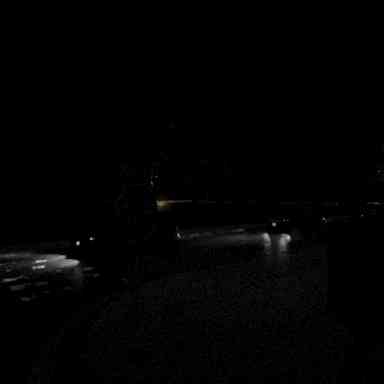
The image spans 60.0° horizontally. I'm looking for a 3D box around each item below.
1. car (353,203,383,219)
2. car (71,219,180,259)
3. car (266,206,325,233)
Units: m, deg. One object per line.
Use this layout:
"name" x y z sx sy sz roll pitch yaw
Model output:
"car" 16.120 1.795 29.637 4.892 1.490 1.837 0 -1 -41
"car" -2.508 1.648 13.053 4.181 1.385 1.994 1 -1 -40
"car" 6.663 1.677 21.238 4.902 1.511 2.128 1 -1 -42
